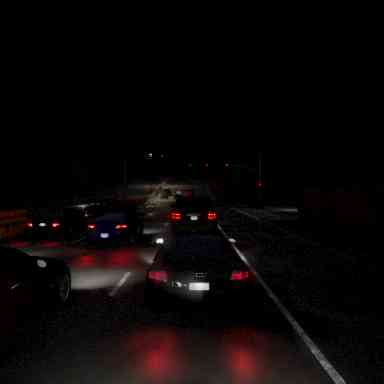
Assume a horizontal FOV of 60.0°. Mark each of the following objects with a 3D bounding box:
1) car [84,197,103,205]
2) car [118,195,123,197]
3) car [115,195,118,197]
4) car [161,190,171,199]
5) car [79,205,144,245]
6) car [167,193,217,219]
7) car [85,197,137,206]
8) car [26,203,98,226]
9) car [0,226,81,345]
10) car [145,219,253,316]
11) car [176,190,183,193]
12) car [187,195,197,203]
[{"bbox_3d":[-17.599,1.601,59.453,1.895,1.301,4.718,0,0,0],"label":"car"},{"bbox_3d":[-17.617,1.453,79.924,1.895,1.301,4.718,0,1,0],"label":"car"},{"bbox_3d":[-17.556,1.595,69.650,1.895,1.301,4.718,0,0,0],"label":"car"},{"bbox_3d":[-7.161,1.070,87.097,1.812,1.442,4.674,0,3,0],"label":"car"},{"bbox_3d":[-3.410,1.526,15.305,1.812,1.442,4.674,0,0,0],"label":"car"},{"bbox_3d":[0.089,1.221,17.022,2.150,2.045,5.566,0,0,0],"label":"car"},{"bbox_3d":[-8.275,1.547,34.346,5.357,1.411,2.033,0,0,-35],"label":"car"},{"bbox_3d":[-6.902,1.547,17.756,2.033,1.411,5.357,0,0,-1],"label":"car"},{"bbox_3d":[-3.407,1.526,5.032,1.812,1.442,4.674,0,0,0],"label":"car"},{"bbox_3d":[0.101,1.564,7.618,1.994,1.385,4.181,0,0,-1],"label":"car"},{"bbox_3d":[-3.661,1.070,87.119,1.812,1.442,4.674,0,3,0],"label":"car"},{"bbox_3d":[0.040,1.477,67.787,1.882,1.535,5.008,0,0,0],"label":"car"}]
